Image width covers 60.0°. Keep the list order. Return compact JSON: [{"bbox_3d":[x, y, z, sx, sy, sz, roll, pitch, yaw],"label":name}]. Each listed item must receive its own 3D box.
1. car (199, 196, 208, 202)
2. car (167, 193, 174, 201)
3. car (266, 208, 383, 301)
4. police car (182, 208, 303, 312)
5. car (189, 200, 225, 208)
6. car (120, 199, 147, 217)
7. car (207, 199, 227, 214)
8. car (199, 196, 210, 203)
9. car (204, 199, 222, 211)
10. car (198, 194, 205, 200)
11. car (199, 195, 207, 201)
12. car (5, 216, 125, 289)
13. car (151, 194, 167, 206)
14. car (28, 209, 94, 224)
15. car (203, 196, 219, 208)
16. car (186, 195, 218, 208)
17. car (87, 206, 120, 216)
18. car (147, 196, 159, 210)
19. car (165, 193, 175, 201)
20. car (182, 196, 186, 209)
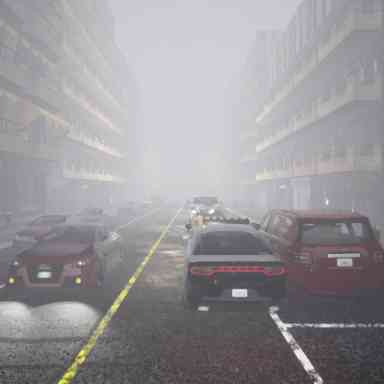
[{"bbox_3d":[2.600,1.535,75.422,2.008,1.369,4.403,-1,0,0],"label":"car"},{"bbox_3d":[-5.786,1.535,81.043,2.008,1.369,4.403,-1,0,0],"label":"car"},{"bbox_3d":[2.668,1.313,8.197,2.192,1.841,5.009,-1,0,0],"label":"car"},{"bbox_3d":[0.788,1.423,7.942,1.930,1.638,5.238,0,0,0],"label":"police car"},{"bbox_3d":[0.880,1.451,18.016,1.801,1.575,5.366,0,0,0],"label":"car"},{"bbox_3d":[-5.733,1.543,30.625,2.008,1.369,4.403,-1,0,0],"label":"car"},{"bbox_3d":[2.641,1.516,36.377,1.752,1.417,4.829,-1,0,0],"label":"car"},{"bbox_3d":[2.606,1.551,69.819,1.947,1.339,4.313,-1,0,0],"label":"car"},{"bbox_3d":[2.635,1.555,41.809,1.947,1.339,4.313,-1,0,0],"label":"car"},{"bbox_3d":[2.581,1.423,92.228,1.967,1.590,4.097,-1,0,0],"label":"car"},{"bbox_3d":[2.594,1.509,81.193,1.752,1.417,4.829,-1,0,0],"label":"car"},{"bbox_3d":[-3.110,1.561,9.008,1.994,1.385,4.181,0,0,0],"label":"car"},{"bbox_3d":[-5.760,1.303,53.033,2.192,1.841,5.009,-1,0,0],"label":"car"},{"bbox_3d":[-5.715,1.578,13.818,1.802,1.307,4.206,-1,0,0],"label":"car"},{"bbox_3d":[2.628,1.429,47.411,1.967,1.590,4.097,-1,0,0],"label":"car"},{"bbox_3d":[0.875,1.218,23.856,2.150,2.045,5.566,0,0,0],"label":"car"},{"bbox_3d":[-5.721,1.577,19.421,1.802,1.307,4.206,-1,0,0],"label":"car"},{"bbox_3d":[-5.745,1.540,41.829,2.008,1.369,4.403,-1,0,0],"label":"car"},{"bbox_3d":[-5.795,1.299,86.646,2.192,1.841,5.009,-1,0,0],"label":"car"},{"bbox_3d":[-0.028,1.553,44.513,1.994,1.385,4.181,0,0,0],"label":"car"}]
